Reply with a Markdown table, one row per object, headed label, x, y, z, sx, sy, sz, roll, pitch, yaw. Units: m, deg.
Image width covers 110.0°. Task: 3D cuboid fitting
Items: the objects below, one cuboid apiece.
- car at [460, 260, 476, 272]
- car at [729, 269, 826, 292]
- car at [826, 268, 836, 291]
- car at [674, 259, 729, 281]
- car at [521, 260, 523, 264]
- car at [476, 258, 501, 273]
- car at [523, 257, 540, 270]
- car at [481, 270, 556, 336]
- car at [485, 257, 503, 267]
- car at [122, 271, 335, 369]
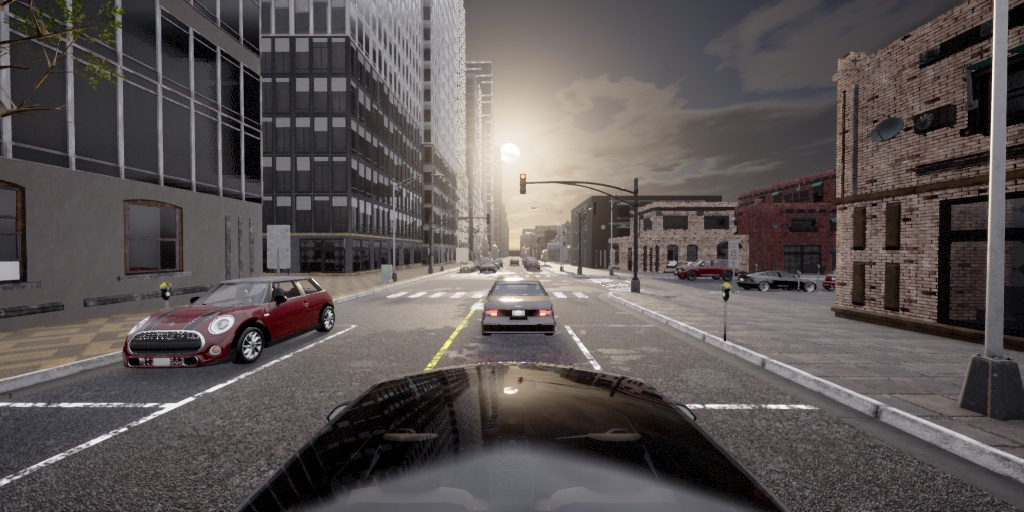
| label | x | y | z | sx | sy | sz | roll | pitch | yaw |
| --- | --- | --- | --- | --- | --- | --- | --- | --- | --- |
| car | -5.554 | 1.265 | 45.575 | 1.751 | 1.417 | 4.829 | 0 | 0 | 0 |
| car | 16.540 | 1.546 | 22.533 | 4.313 | 1.339 | 1.948 | 0 | 0 | 1 |
| car | 22.087 | 1.473 | 22.426 | 4.097 | 1.591 | 1.967 | 0 | 0 | 1 |
| car | 16.700 | 1.164 | 30.910 | 5.009 | 1.841 | 2.192 | 0 | 0 | 1 |
| car | 3.072 | 1.051 | 62.568 | 2.192 | 1.841 | 5.009 | 0 | 0 | 0 |
| car | -2.833 | 1.287 | 43.589 | 2.033 | 1.411 | 5.357 | 0 | 0 | 0 |
| car | 3.000 | 1.178 | 51.280 | 1.967 | 1.591 | 4.097 | 0 | 0 | 0 |
| car | 0.154 | 1.295 | 10.364 | 2.033 | 1.411 | 5.357 | 0 | 0 | 0 |
| car | -2.772 | 1.285 | 53.733 | 2.033 | 1.411 | 5.357 | 0 | 0 | 0 |
| car | -5.656 | 1.188 | 7.797 | 1.967 | 1.591 | 4.097 | 0 | 0 | 0 |
